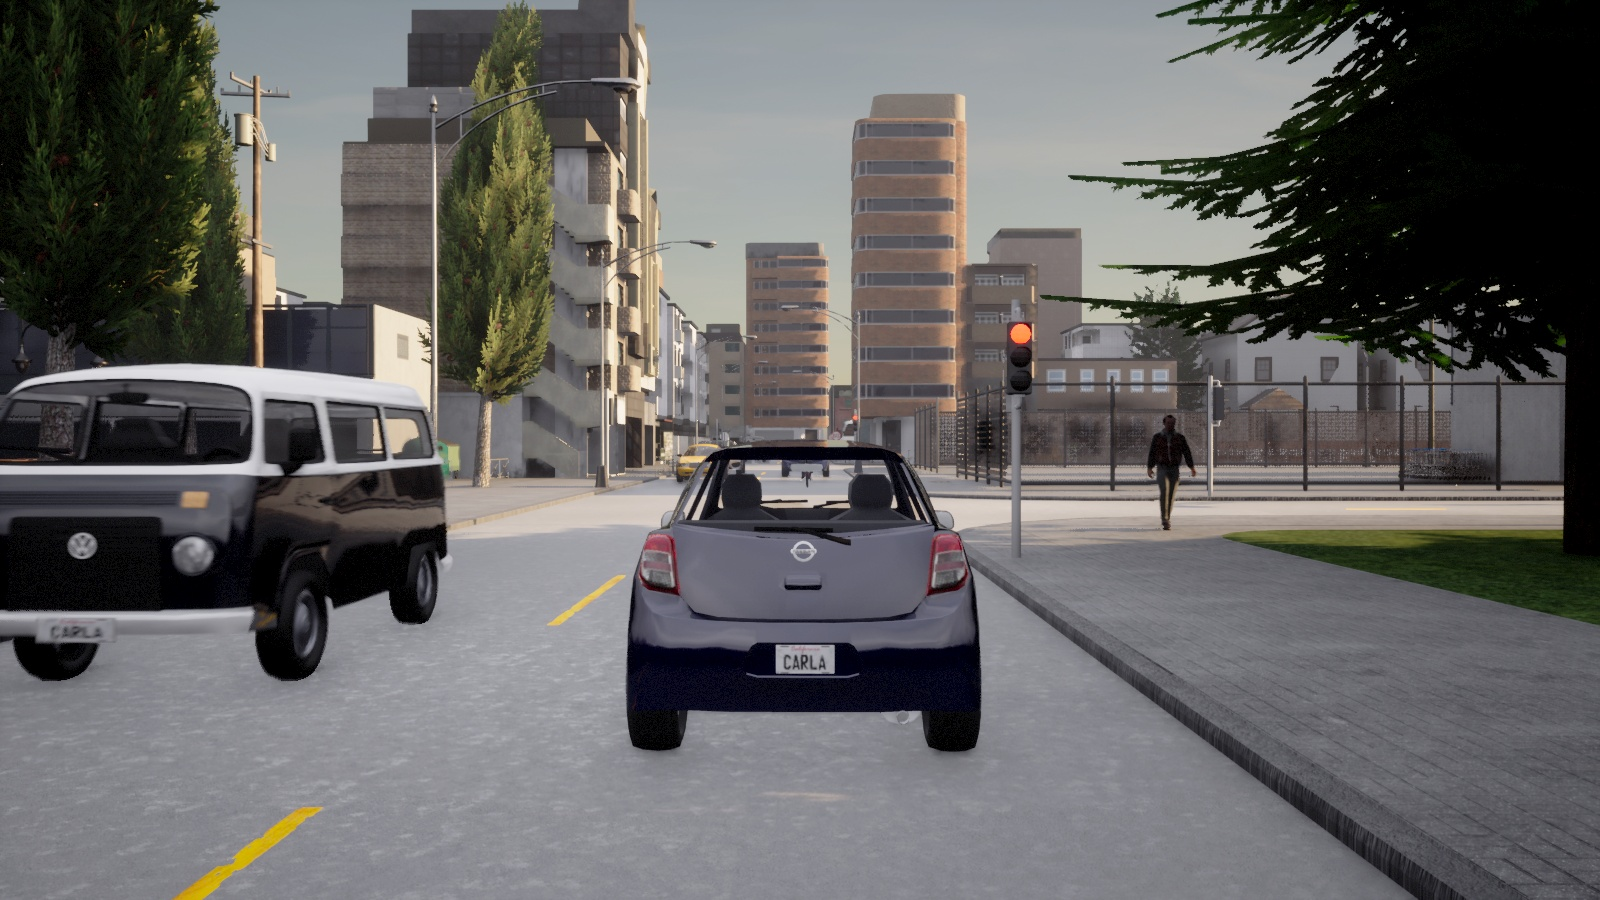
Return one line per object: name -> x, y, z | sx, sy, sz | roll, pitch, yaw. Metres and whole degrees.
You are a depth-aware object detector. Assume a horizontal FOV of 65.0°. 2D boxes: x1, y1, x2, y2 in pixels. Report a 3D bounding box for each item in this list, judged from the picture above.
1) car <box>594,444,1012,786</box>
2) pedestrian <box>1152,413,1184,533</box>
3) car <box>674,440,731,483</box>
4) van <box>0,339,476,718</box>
car -> 0.036, 0.719, 7.361 | 1.845, 1.501, 3.633 | 0, 0, 1
pedestrian -> 5.745, 0.350, 19.631 | 0.376, 1.854, 0.720 | 0, 0, 8
car -> -3.769, 0.404, 49.318 | 1.801, 1.575, 5.366 | 0, 0, 0
van -> -3.943, 0.417, 9.000 | 2.069, 2.038, 4.480 | 0, 0, 0
